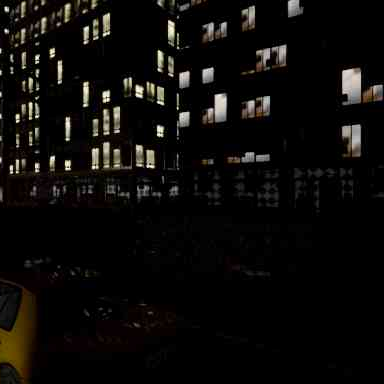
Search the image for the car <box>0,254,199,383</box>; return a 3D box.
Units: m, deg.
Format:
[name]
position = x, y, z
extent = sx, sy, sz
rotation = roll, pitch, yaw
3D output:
[car]
position = -2.208, 1.525, 4.445
extent = 4.829, 1.417, 1.752
rotation = 0, 0, 36
